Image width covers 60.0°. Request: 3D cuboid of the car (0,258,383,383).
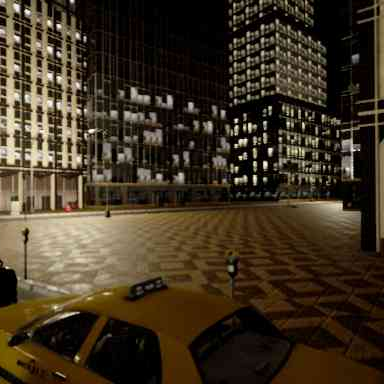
[{"bbox_3d":[-0.646,1.538,3.337,4.829,1.417,1.752,0,0,36],"label":"car"}]
